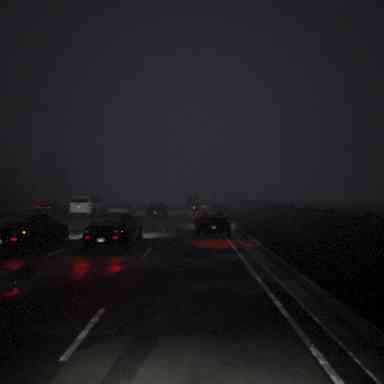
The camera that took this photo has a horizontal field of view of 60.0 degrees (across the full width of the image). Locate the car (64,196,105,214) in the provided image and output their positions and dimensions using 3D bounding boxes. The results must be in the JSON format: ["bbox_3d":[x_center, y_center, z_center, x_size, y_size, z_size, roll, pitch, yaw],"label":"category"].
[{"bbox_3d":[-10.348,1.418,33.105,2.150,2.045,5.566,0,0,0],"label":"car"}]

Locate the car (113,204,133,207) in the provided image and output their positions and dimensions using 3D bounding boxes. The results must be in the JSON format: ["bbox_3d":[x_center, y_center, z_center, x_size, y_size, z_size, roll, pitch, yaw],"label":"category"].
[{"bbox_3d":[-6.848,1.797,33.158,1.895,1.301,4.718,0,0,0],"label":"car"}]

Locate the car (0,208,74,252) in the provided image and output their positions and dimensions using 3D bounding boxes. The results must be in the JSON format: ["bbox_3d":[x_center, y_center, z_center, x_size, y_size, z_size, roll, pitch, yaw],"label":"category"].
[{"bbox_3d":[-6.878,1.610,14.156,1.812,1.442,4.674,0,0,0],"label":"car"}]

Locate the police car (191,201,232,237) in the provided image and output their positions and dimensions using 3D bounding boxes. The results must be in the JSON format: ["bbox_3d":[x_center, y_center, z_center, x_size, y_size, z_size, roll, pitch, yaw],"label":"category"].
[{"bbox_3d":[1.079,1.537,18.888,1.930,1.638,5.238,0,0,0],"label":"police car"}]

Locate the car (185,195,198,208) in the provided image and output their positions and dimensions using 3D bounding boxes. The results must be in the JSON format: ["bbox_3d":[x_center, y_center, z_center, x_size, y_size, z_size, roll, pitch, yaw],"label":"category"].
[{"bbox_3d":[0.086,1.543,54.413,2.150,2.045,5.566,0,0,0],"label":"car"}]

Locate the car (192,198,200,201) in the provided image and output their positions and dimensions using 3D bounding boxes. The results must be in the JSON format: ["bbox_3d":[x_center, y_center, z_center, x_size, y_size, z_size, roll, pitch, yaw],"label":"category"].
[{"bbox_3d":[1.095,1.627,28.968,1.801,1.575,5.366,0,0,0],"label":"car"}]

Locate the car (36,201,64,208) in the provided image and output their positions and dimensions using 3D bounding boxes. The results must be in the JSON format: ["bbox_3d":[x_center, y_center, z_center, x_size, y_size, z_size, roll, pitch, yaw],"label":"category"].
[{"bbox_3d":[-13.848,1.689,33.291,2.128,1.511,4.902,0,0,0],"label":"car"}]

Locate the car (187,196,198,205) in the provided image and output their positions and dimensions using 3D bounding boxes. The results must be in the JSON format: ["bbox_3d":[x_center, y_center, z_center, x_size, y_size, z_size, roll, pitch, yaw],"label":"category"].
[{"bbox_3d":[0.109,1.671,69.353,2.097,1.767,4.553,0,0,0],"label":"car"}]

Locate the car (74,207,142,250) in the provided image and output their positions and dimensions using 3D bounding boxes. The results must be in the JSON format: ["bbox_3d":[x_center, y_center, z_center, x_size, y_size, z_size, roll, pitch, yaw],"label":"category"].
[{"bbox_3d":[-3.377,1.613,14.634,1.812,1.442,4.674,0,0,0],"label":"car"}]

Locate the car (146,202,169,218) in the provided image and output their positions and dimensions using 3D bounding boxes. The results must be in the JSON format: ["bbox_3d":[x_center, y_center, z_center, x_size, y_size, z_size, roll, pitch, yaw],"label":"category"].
[{"bbox_3d":[-3.349,1.685,32.741,2.128,1.511,4.902,0,0,0],"label":"car"}]
